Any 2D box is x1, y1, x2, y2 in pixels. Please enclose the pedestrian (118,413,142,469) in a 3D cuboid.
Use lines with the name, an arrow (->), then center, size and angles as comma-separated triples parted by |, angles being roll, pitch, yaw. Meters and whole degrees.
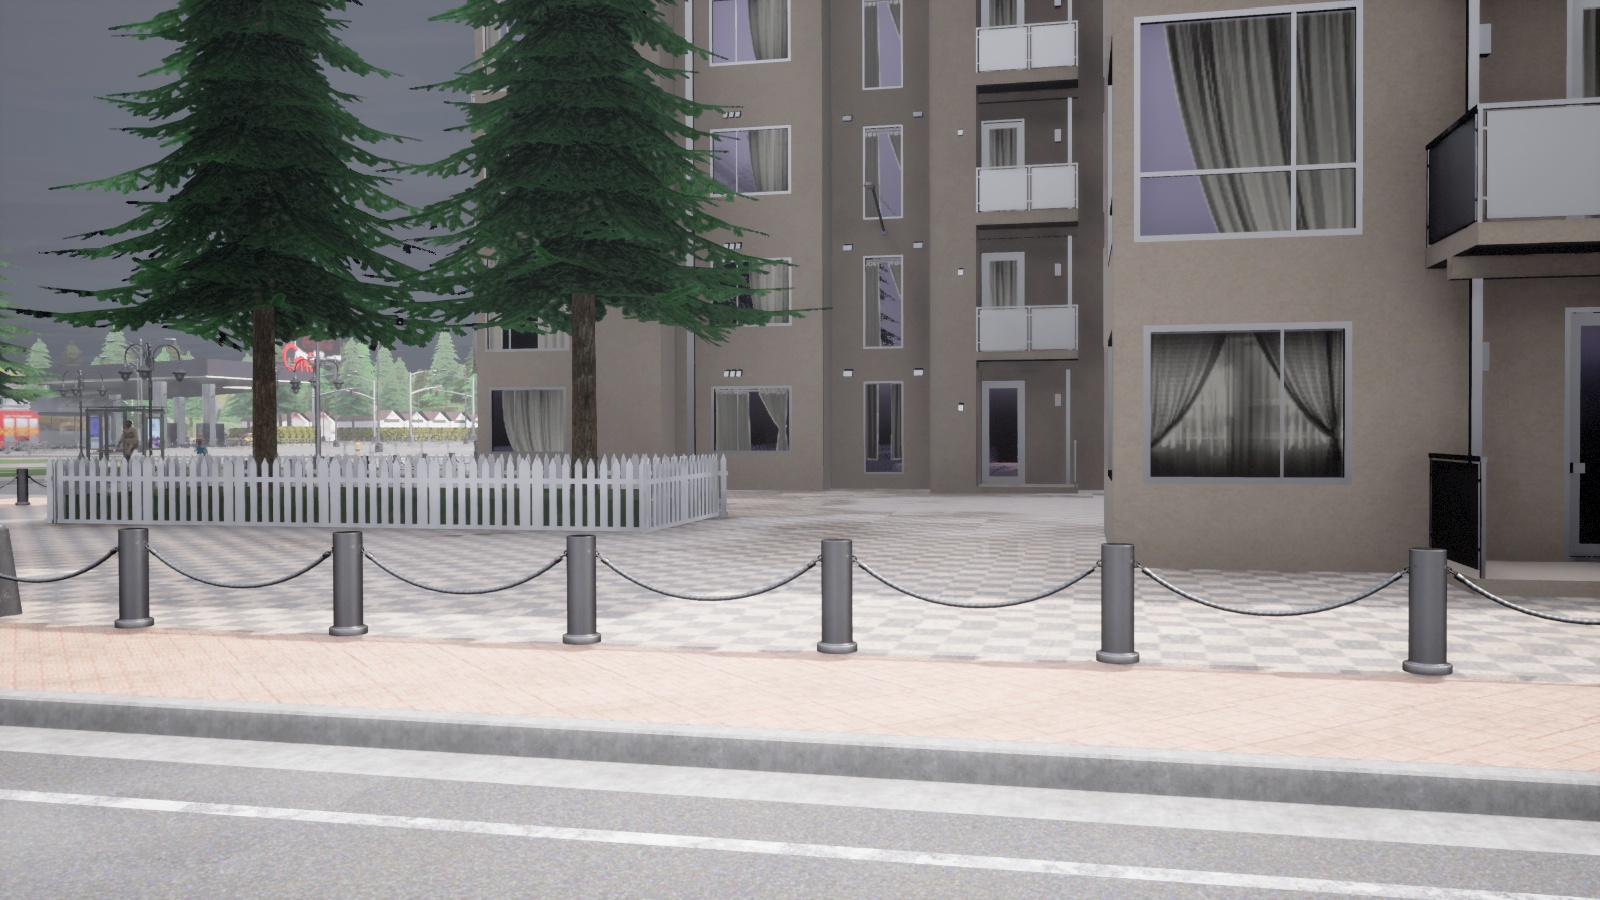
pedestrian -> -23.268, -0.314, 43.606 | 0.396, 1.930, 0.692 | 0, 1, 11
